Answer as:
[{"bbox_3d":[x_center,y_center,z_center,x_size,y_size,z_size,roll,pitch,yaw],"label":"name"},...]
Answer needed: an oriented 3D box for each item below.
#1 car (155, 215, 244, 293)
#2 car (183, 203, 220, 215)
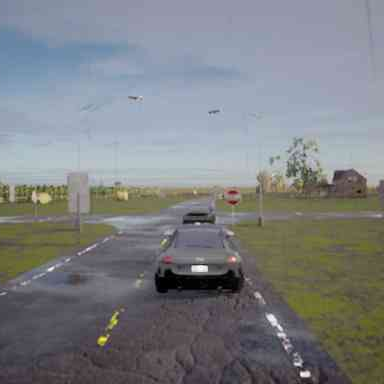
[{"bbox_3d":[0.184,1.540,8.849,1.994,1.385,4.181,0,0,1],"label":"car"},{"bbox_3d":[0.569,1.449,20.102,1.837,1.490,4.892,0,1,7],"label":"car"}]
